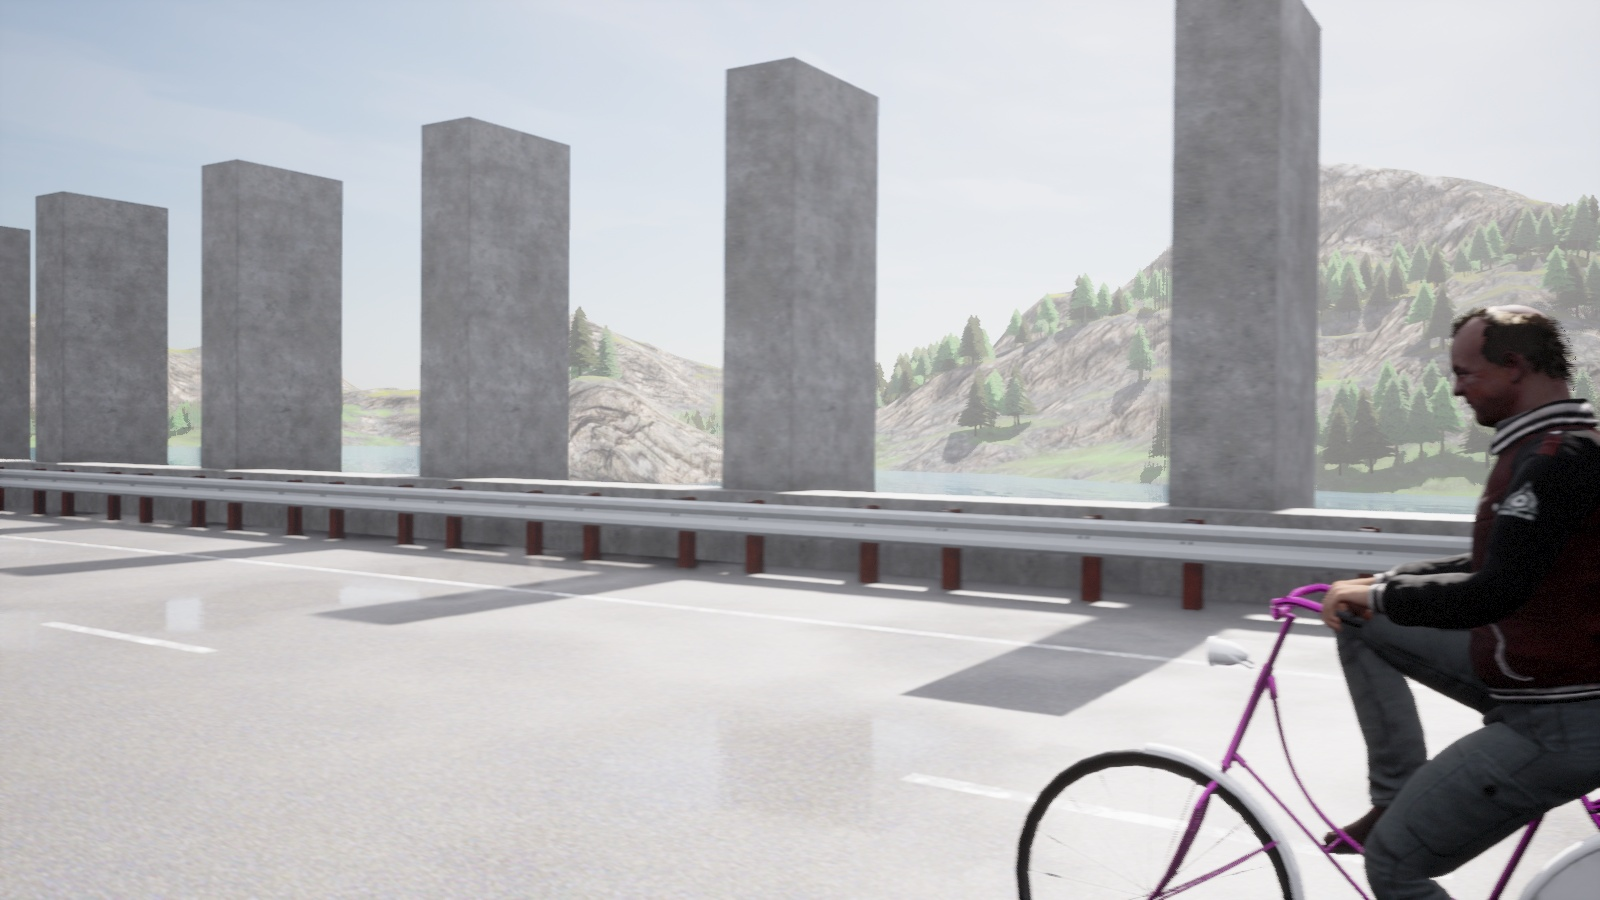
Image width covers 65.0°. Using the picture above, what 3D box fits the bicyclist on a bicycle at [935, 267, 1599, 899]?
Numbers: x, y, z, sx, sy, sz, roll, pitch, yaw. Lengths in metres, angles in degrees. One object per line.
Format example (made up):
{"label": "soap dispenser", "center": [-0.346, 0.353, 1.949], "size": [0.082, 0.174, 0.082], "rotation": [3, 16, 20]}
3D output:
{"label": "bicyclist on a bicycle", "center": [1.278, 0.552, 2.772], "size": [1.843, 1.776, 0.659], "rotation": [0, 1, 34]}
